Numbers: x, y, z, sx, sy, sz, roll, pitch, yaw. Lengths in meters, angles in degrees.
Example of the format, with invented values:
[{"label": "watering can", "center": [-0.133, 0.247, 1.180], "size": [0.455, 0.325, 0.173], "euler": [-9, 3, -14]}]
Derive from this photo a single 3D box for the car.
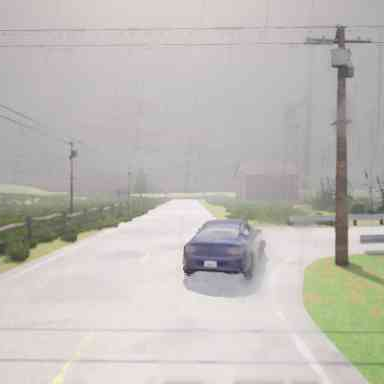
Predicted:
[{"label": "car", "center": [1.093, 1.558, 10.149], "size": [1.812, 1.442, 4.674], "euler": [0, 0, 16]}]
